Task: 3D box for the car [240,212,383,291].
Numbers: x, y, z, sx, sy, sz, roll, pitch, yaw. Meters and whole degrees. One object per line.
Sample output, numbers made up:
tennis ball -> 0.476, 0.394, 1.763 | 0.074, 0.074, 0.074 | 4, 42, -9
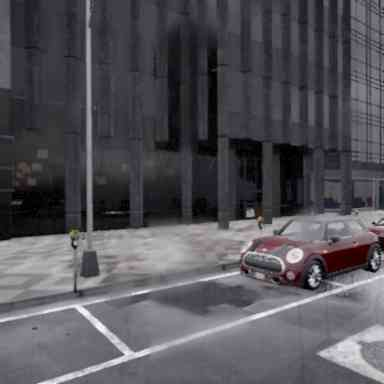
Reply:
car -> 3.184, 1.385, 8.804 | 4.097, 1.590, 1.967 | -1, 0, -36
